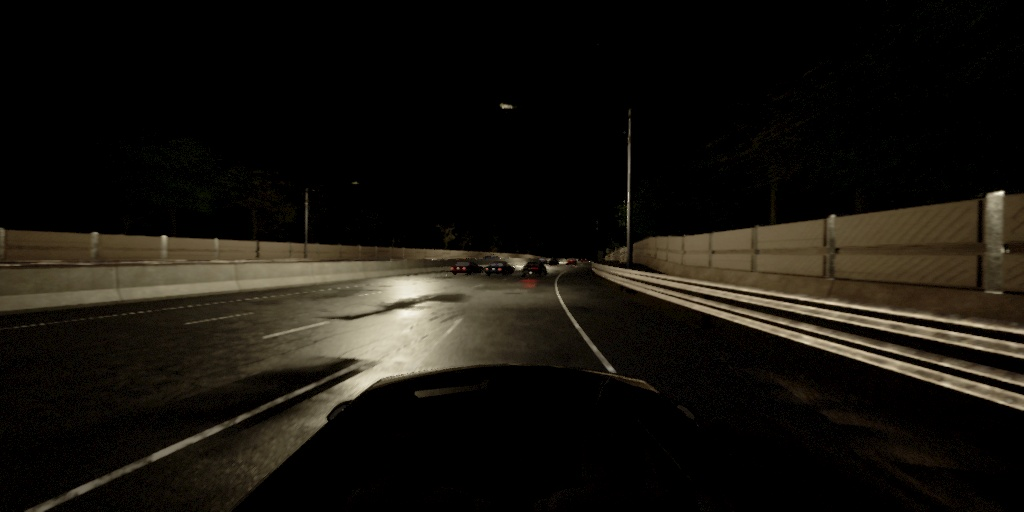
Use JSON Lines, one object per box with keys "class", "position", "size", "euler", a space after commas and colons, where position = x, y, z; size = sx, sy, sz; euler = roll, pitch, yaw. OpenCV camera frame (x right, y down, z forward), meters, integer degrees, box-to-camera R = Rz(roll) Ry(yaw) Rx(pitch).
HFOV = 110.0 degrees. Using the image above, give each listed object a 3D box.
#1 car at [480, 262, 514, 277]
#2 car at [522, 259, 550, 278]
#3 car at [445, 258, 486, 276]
{"class": "car", "position": [-1.159, 1.282, 35.760], "size": [2.033, 1.411, 5.357], "euler": [1, 0, 13]}
{"class": "car", "position": [2.251, 1.278, 34.967], "size": [1.837, 1.490, 4.892], "euler": [1, 0, 13]}
{"class": "car", "position": [-4.562, 1.244, 36.573], "size": [2.033, 1.411, 5.357], "euler": [1, 0, 13]}
